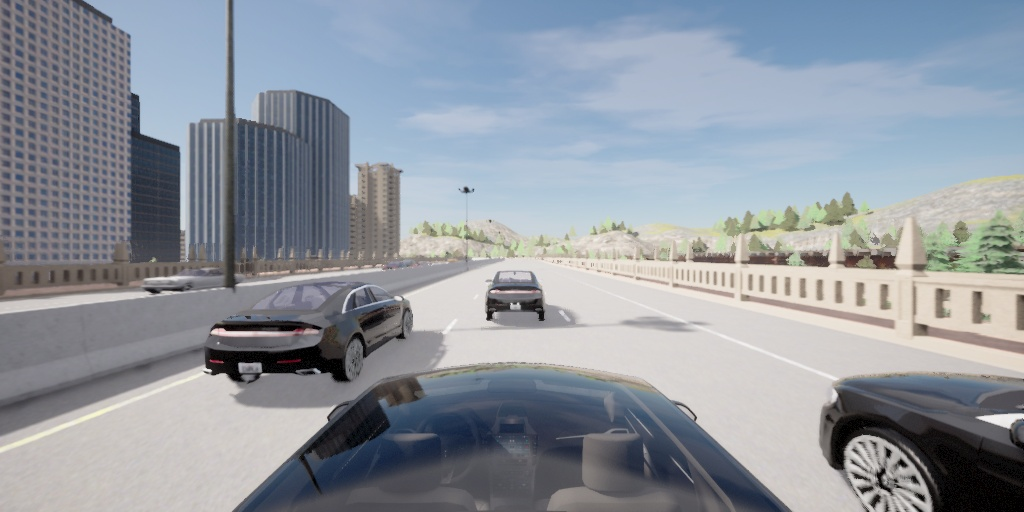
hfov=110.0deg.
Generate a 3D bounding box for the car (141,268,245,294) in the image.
[{"bbox_3d":[-17.595,1.352,20.067,1.895,1.301,4.718,0,0,0],"label":"car"}]

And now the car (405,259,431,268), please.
[{"bbox_3d":[-10.580,1.350,41.861,1.895,1.301,4.718,0,0,0],"label":"car"}]

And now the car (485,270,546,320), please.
[{"bbox_3d":[0.103,1.241,12.586,2.128,1.511,4.902,0,0,0],"label":"car"}]

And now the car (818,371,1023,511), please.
[{"bbox_3d":[3.597,1.241,1.124,2.128,1.511,4.902,0,0,0],"label":"car"}]

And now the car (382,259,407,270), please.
[{"bbox_3d":[-14.075,1.314,43.332,1.994,1.385,4.181,0,0,0],"label":"car"}]

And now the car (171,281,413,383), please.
[{"bbox_3d":[-3.399,1.242,7.082,2.128,1.511,4.902,0,0,0],"label":"car"}]
